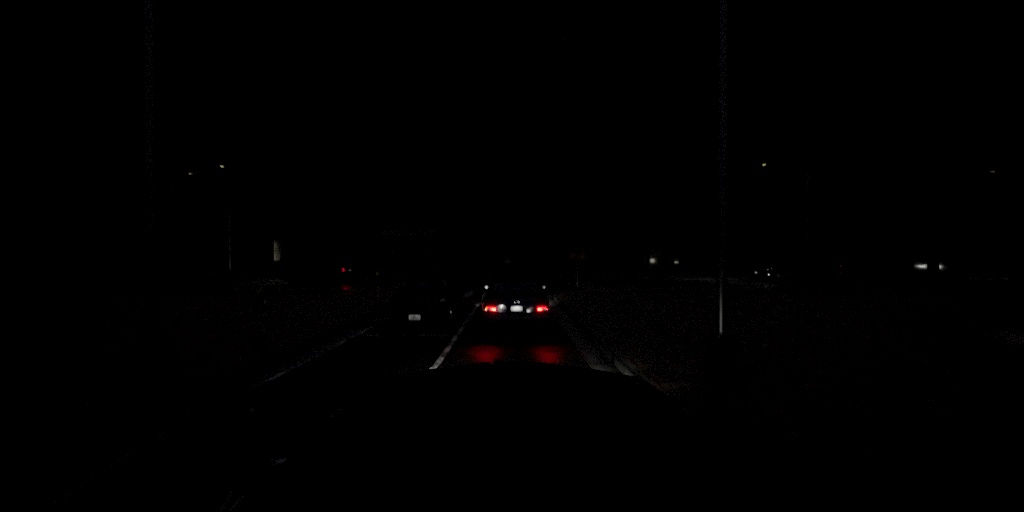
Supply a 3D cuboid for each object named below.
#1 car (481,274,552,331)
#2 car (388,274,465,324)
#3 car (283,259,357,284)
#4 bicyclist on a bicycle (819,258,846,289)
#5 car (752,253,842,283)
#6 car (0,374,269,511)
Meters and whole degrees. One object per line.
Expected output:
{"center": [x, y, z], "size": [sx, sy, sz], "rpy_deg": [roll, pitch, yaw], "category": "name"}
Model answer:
{"center": [0.101, 1.259, 10.833], "size": [2.033, 1.411, 5.357], "rpy_deg": [0, 0, 0], "category": "car"}
{"center": [-2.619, 1.272, 11.839], "size": [1.948, 1.339, 4.313], "rpy_deg": [0, 0, 0], "category": "car"}
{"center": [-13.552, 1.026, 25.376], "size": [4.553, 1.767, 2.097], "rpy_deg": [0, 0, 1], "category": "car"}
{"center": [17.390, 0.947, 19.481], "size": [0.582, 1.620, 1.656], "rpy_deg": [0, 0, 0], "category": "bicyclist on a bicycle"}
{"center": [20.019, 0.821, 25.333], "size": [5.566, 2.045, 2.150], "rpy_deg": [0, 0, 0], "category": "car"}
{"center": [-2.639, 1.319, 0.934], "size": [1.948, 1.339, 4.313], "rpy_deg": [0, 0, 0], "category": "car"}
